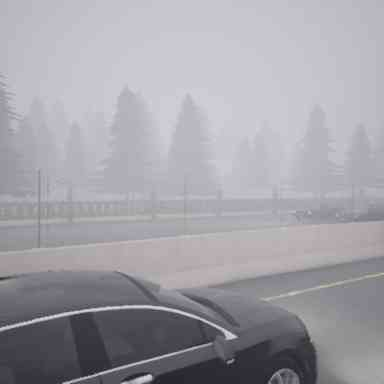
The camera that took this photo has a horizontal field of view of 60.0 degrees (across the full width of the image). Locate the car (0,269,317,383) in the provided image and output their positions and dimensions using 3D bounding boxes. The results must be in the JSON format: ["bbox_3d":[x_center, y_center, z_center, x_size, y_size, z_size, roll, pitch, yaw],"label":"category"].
[{"bbox_3d":[-0.905,1.499,2.940,4.892,1.490,1.837,0,0,-35],"label":"car"}]

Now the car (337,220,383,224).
[{"bbox_3d":[11.770,1.486,22.449,4.674,1.442,1.812,0,0,-27],"label":"car"}]
